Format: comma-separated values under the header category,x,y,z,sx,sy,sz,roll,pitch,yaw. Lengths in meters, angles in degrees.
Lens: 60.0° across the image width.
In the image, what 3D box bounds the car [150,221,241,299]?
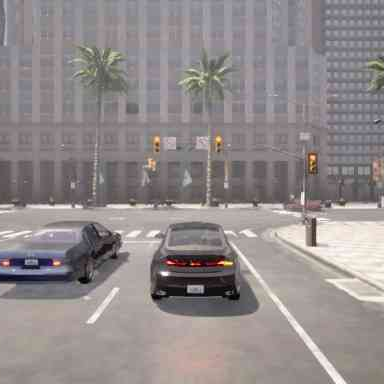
category,x,y,z,sx,sy,sz,roll,pitch,yaw
car,0.076,1.505,8.424,1.837,1.490,4.892,0,0,0

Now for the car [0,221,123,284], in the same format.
category,x,y,z,sx,sy,sz,roll,pitch,yaw
car,-3.421,1.547,9.618,2.033,1.411,5.357,0,0,0

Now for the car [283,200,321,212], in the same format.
category,x,y,z,sx,sy,sz,roll,pitch,yaw
car,12.747,1.564,38.516,4.181,1.385,1.994,0,0,0
